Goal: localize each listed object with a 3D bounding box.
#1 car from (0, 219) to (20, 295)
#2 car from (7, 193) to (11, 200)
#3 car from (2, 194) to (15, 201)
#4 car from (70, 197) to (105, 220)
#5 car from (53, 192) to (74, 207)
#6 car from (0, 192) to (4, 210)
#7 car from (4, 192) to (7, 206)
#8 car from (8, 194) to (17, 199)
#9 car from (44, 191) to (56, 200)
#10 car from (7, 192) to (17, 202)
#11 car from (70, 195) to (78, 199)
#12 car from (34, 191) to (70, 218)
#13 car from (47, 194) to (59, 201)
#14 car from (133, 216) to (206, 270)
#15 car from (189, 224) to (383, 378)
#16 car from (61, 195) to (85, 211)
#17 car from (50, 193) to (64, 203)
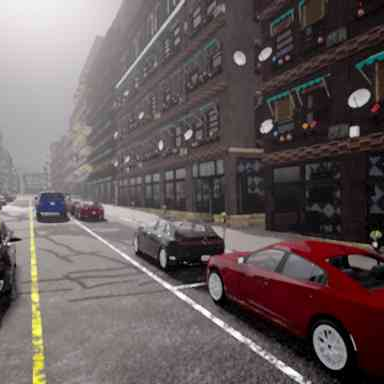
[{"bbox_3d":[-5.358,1.442,8.072,1.837,1.490,4.892,-1,1,-26],"label":"car"},{"bbox_3d":[-27.078,1.249,46.848,1.947,1.339,4.313,1,0,-26],"label":"car"},{"bbox_3d":[-36.765,1.131,66.735,1.887,1.381,4.507,1,0,-26],"label":"car"},{"bbox_3d":[-7.856,1.315,25.384,1.887,1.381,4.507,1,0,-26],"label":"car"},{"bbox_3d":[-17.572,0.954,45.257,2.192,1.841,5.009,1,0,-26],"label":"car"},{"bbox_3d":[-19.808,1.091,31.932,2.192,1.841,5.009,1,0,-26],"label":"car"},{"bbox_3d":[-22.229,1.059,36.903,2.192,1.841,5.009,1,0,-26],"label":"car"},{"bbox_3d":[-44.033,1.116,81.653,1.802,1.307,4.206,1,0,-26],"label":"car"},{"bbox_3d":[-32.107,0.808,75.094,2.192,1.841,5.009,1,0,-26],"label":"car"},{"bbox_3d":[-34.340,0.923,61.763,2.192,1.841,5.009,1,0,-26],"label":"car"},{"bbox_3d":[-10.278,1.280,30.355,1.887,1.381,4.507,1,0,-26],"label":"car"},{"bbox_3d":[-11.578,0.988,27.310,2.150,2.045,5.566,-1,0,-25],"label":"car"},{"bbox_3d":[-27.265,1.115,65.149,1.802,1.307,4.206,1,0,-26],"label":"car"},{"bbox_3d":[-0.591,1.437,10.467,2.008,1.369,4.403,1,0,-26],"label":"car"},{"bbox_3d":[1.832,1.473,5.494,1.887,1.381,4.507,1,0,-26],"label":"car"},{"bbox_3d":[-12.692,1.142,35.331,1.967,1.590,4.097,1,0,-26],"label":"car"},{"bbox_3d":[-22.419,1.023,55.203,1.967,1.590,4.097,1,0,-26],"label":"car"}]
